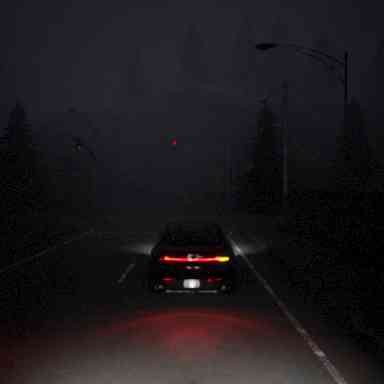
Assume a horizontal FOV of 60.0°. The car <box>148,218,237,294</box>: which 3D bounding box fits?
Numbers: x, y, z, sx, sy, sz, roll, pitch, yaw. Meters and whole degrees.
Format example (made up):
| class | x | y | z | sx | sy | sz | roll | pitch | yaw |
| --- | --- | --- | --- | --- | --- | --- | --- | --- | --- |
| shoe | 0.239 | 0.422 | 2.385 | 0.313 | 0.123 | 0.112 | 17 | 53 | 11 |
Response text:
| class | x | y | z | sx | sy | sz | roll | pitch | yaw |
| --- | --- | --- | --- | --- | --- | --- | --- | --- | --- |
| car | 0.040 | 1.437 | 8.598 | 1.837 | 1.490 | 4.892 | 0 | 0 | 1 |
